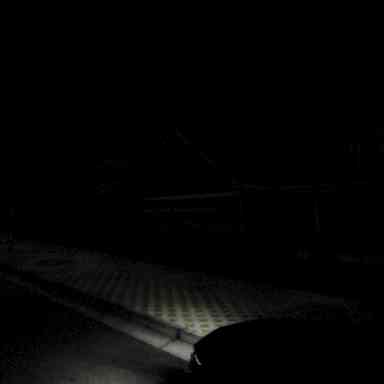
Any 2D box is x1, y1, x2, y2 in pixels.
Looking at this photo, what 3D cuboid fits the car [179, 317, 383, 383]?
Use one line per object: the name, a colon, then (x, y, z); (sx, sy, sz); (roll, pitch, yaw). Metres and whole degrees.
car: (1.977, 1.681, 2.491); (4.674, 1.442, 1.812); (-1, -3, 42)
